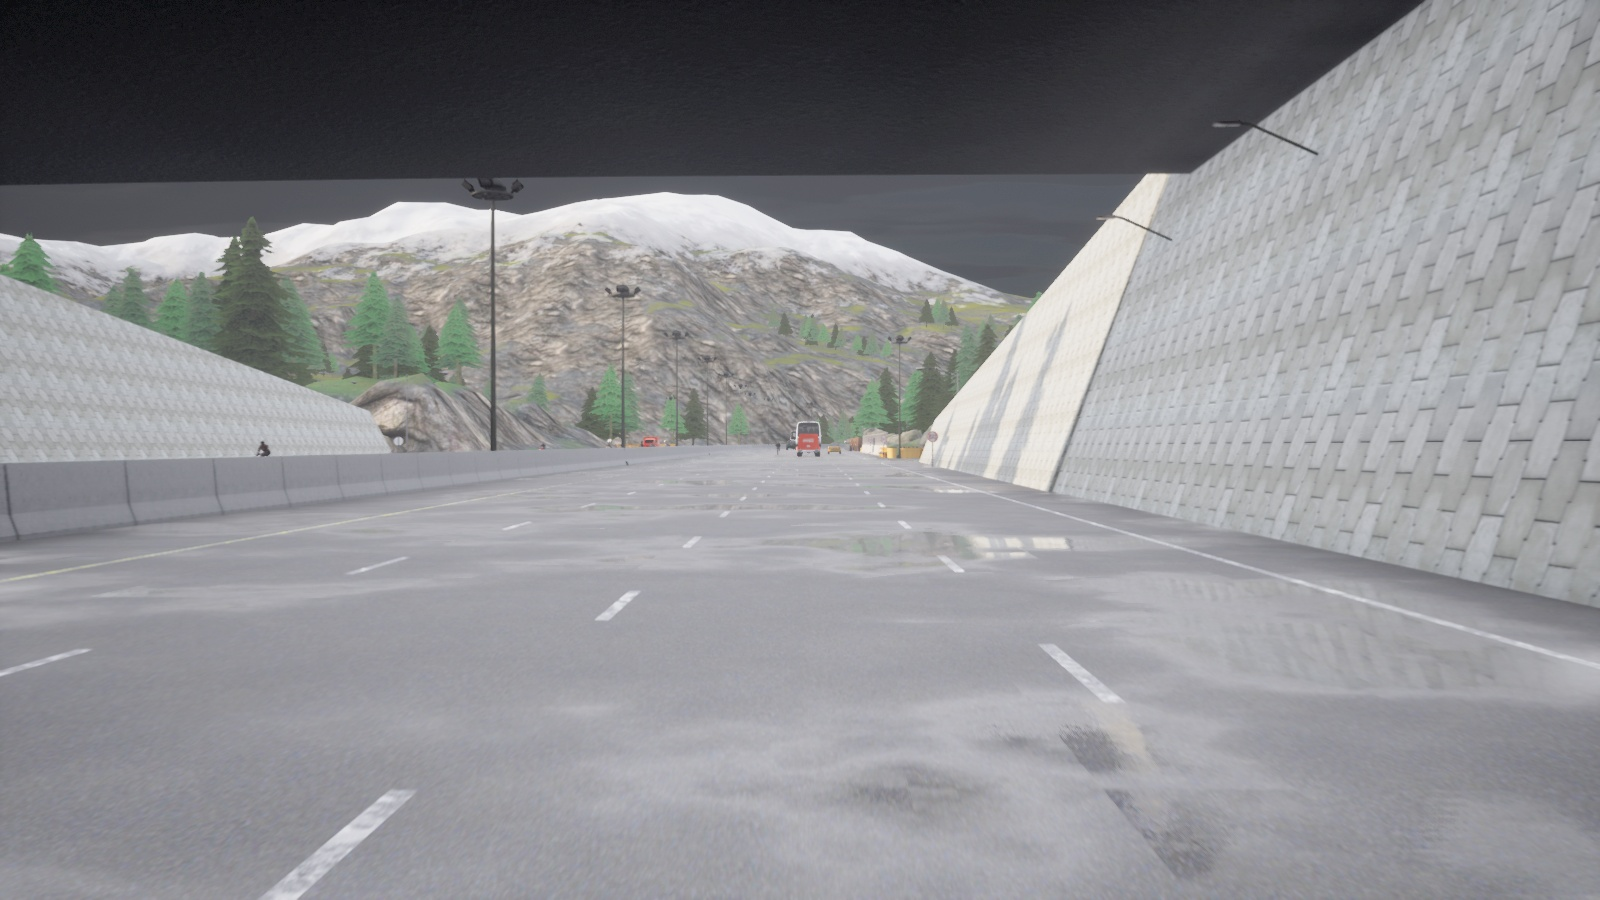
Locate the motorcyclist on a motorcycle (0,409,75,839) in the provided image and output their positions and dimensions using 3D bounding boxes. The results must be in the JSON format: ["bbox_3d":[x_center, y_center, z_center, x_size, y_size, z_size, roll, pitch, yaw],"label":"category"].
[{"bbox_3d":[-3.461,0.670,4.145,0.766,1.649,2.350,0,0,0],"label":"motorcyclist on a motorcycle"}]
